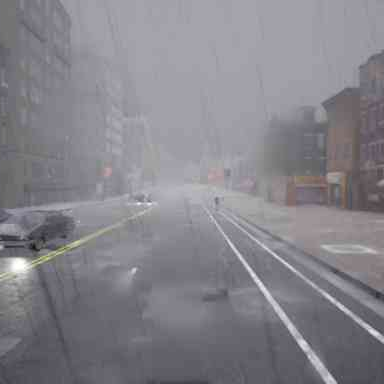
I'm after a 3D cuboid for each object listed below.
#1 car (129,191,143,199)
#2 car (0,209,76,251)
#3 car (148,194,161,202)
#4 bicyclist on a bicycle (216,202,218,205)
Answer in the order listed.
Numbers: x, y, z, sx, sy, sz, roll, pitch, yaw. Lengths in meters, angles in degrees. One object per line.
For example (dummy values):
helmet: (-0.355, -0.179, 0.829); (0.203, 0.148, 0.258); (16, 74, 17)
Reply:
car: (-9.764, 0.584, 57.982); (2.097, 1.767, 4.553); (0, 1, 0)
car: (-6.603, 1.476, 14.090); (2.033, 1.411, 5.357); (0, 0, 0)
car: (-6.514, 0.983, 57.960); (1.994, 1.385, 4.181); (0, 1, 0)
bicyclist on a bicycle: (2.243, 1.108, 29.628); (0.582, 1.620, 1.656); (0, 0, 0)
